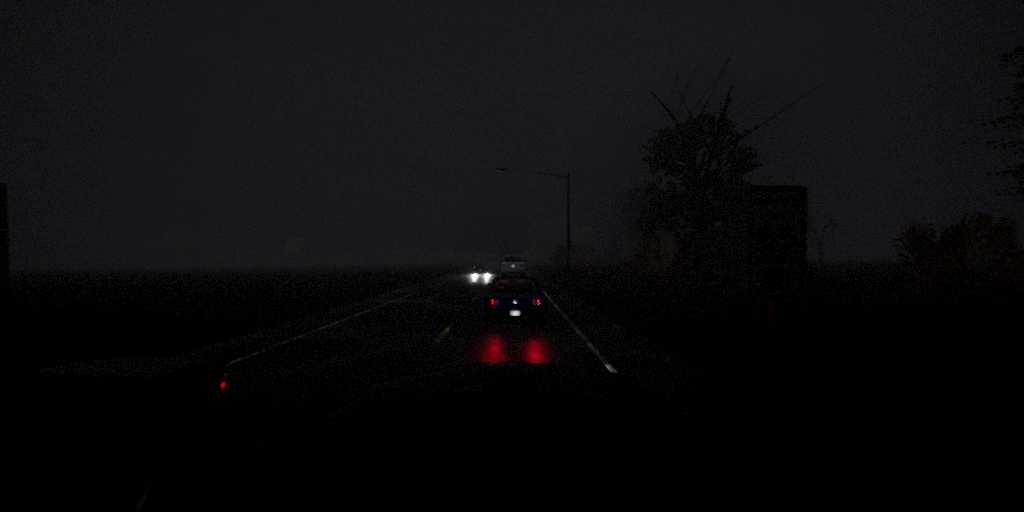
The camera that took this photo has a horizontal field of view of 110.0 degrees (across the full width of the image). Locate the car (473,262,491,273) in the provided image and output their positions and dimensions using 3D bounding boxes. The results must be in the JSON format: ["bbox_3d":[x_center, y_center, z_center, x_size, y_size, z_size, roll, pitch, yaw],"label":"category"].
[{"bbox_3d":[-3.594,1.331,43.216,1.895,1.301,4.718,0,0,0],"label":"car"}]

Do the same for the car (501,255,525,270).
[{"bbox_3d":[0.097,0.956,34.790,2.150,2.045,5.566,0,0,0],"label":"car"}]

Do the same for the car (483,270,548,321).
[{"bbox_3d":[0.093,1.346,12.477,1.895,1.301,4.718,0,0,0],"label":"car"}]

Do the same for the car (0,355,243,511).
[{"bbox_3d":[-3.606,1.298,1.153,2.033,1.411,5.357,0,0,0],"label":"car"}]
